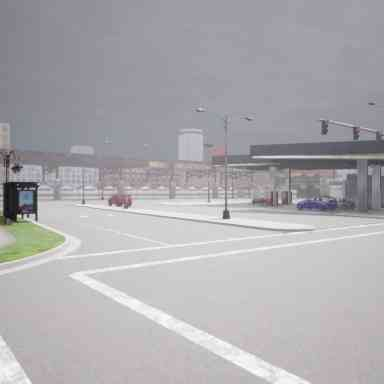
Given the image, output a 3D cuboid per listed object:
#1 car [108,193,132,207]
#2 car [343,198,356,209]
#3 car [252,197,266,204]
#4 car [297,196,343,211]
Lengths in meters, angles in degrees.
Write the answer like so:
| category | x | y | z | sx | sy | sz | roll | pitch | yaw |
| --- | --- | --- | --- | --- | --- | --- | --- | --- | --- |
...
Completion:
| category | x | y | z | sx | sy | sz | roll | pitch | yaw |
| --- | --- | --- | --- | --- | --- | --- | --- | --- | --- |
| car | -11.263 | 1.221 | 52.035 | 2.150 | 2.045 | 5.566 | 0 | 0 | -35 |
| car | 18.580 | 1.456 | 42.226 | 1.970 | 1.475 | 3.806 | 0 | 0 | -35 |
| car | 12.608 | 1.601 | 61.370 | 1.895 | 1.301 | 4.718 | 0 | 0 | 29 |
| car | 14.306 | 1.295 | 38.312 | 2.242 | 1.667 | 4.611 | 0 | 0 | -35 |
